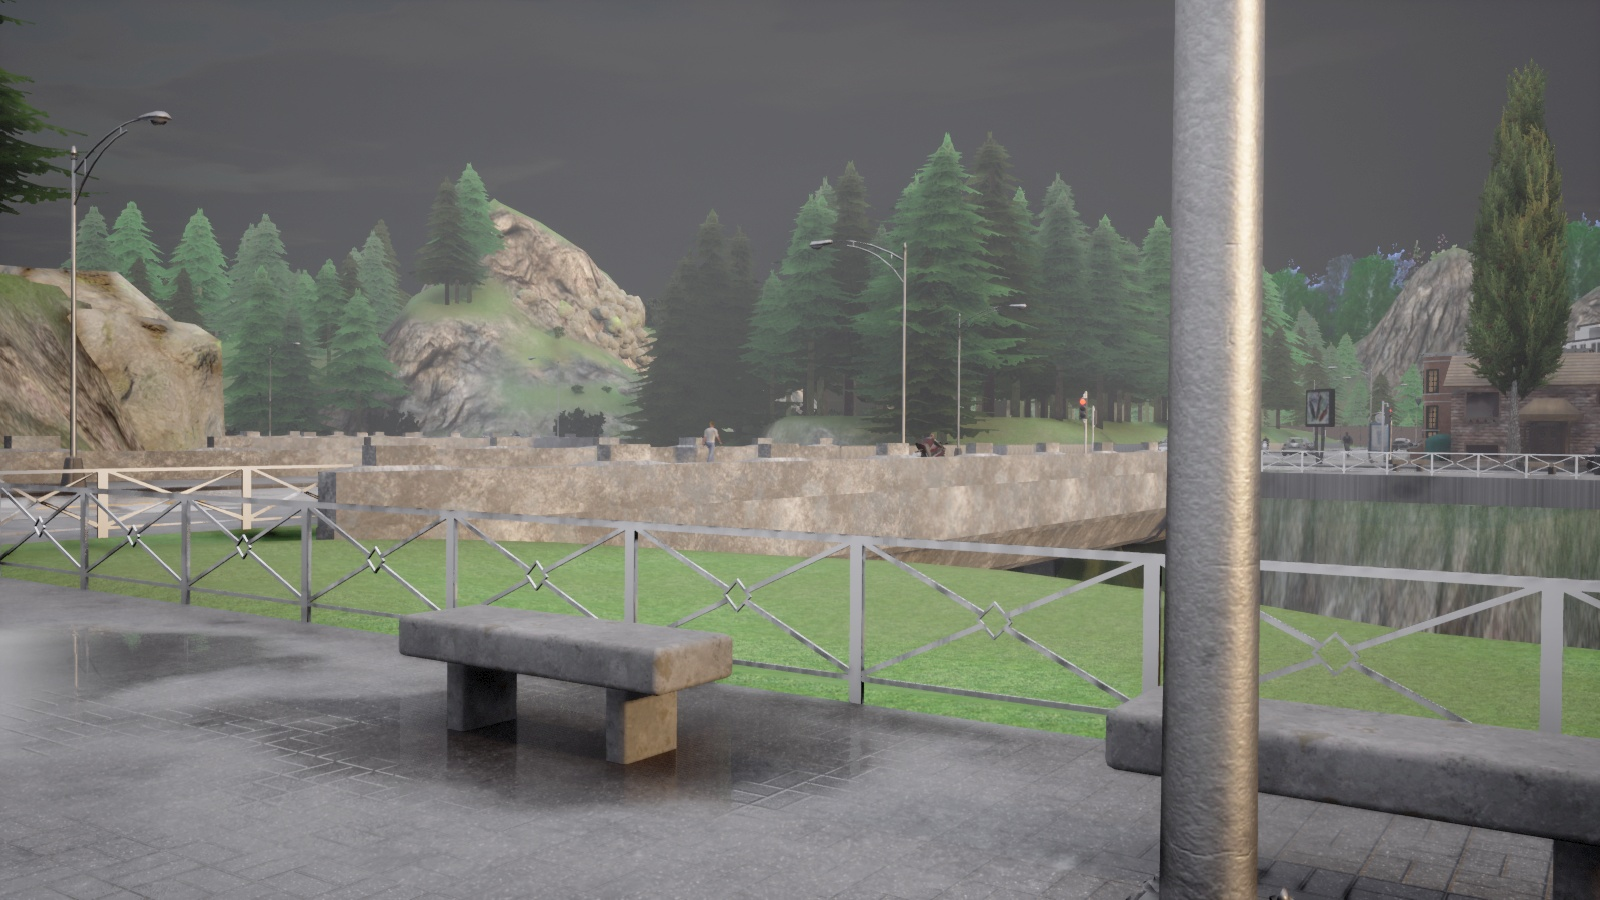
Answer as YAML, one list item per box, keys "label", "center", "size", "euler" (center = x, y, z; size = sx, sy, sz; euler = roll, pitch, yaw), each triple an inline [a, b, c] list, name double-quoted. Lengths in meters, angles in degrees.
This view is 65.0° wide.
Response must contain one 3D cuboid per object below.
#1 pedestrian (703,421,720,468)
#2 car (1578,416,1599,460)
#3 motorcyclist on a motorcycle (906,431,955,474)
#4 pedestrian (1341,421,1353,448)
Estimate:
- label: "pedestrian"
  center: [-3.490, -0.203, 49.492]
  size: [0.354, 1.836, 0.706]
  euler: [0, 1, 27]
- label: "car"
  center: [35.977, -0.540, 54.321]
  size: [3.866, 1.878, 1.905]
  euler: [0, 1, 34]
- label: "motorcyclist on a motorcycle"
  center: [4.851, 0.086, 46.644]
  size: [0.866, 1.530, 2.191]
  euler: [0, 1, 34]
- label: "pedestrian"
  center: [37.595, -1.080, 86.314]
  size: [0.563, 1.883, 0.849]
  euler: [0, 1, 41]
